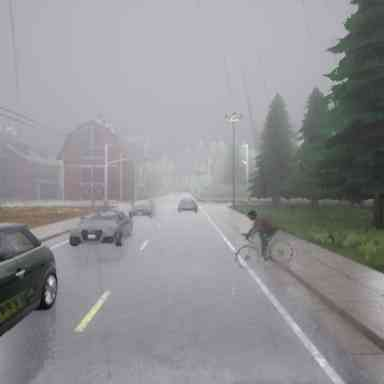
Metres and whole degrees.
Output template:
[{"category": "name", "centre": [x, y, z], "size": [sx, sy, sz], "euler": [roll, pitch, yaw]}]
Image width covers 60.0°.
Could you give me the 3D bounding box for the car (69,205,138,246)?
[{"category": "car", "centre": [-3.815, 1.476, 14.544], "size": [1.994, 1.385, 4.181], "euler": [0, 0, -1]}]

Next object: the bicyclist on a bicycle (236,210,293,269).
[{"category": "bicyclist on a bicycle", "centre": [1.969, 1.312, 9.357], "size": [1.656, 1.620, 0.582], "euler": [-9, 0, -1]}]

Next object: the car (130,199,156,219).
[{"category": "car", "centre": [-4.012, 1.359, 27.503], "size": [1.812, 1.442, 4.674], "euler": [0, 1, -1]}]

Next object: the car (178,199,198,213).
[{"category": "car", "centre": [-0.440, 1.355, 34.244], "size": [1.994, 1.385, 4.181], "euler": [0, 0, -1]}]

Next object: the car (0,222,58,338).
[{"category": "car", "centre": [-3.653, 1.325, 4.614], "size": [2.097, 1.767, 4.553], "euler": [0, 0, -1]}]
